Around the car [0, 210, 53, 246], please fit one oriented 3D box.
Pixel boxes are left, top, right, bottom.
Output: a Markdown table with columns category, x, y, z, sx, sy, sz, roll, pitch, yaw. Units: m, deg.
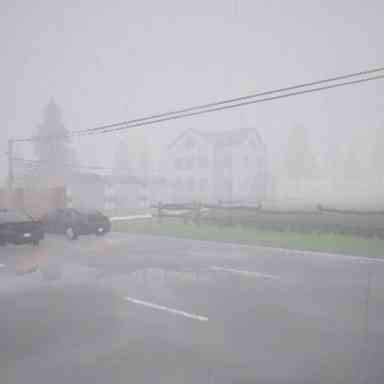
| category | x | y | z | sx | sy | sz | roll | pitch | yaw |
| --- | --- | --- | --- | --- | --- | --- | --- | --- | --- |
| car | -8.271 | 1.482 | 14.068 | 5.008 | 1.535 | 1.882 | 0 | 0 | 36 |

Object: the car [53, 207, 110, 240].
| category | x | y | z | sx | sy | sz | roll | pitch | yaw |
| --- | --- | --- | --- | --- | --- | --- | --- | --- | --- |
| car | -6.239 | 1.514 | 16.918 | 4.892 | 1.490 | 1.837 | 0 | 0 | 36 |
